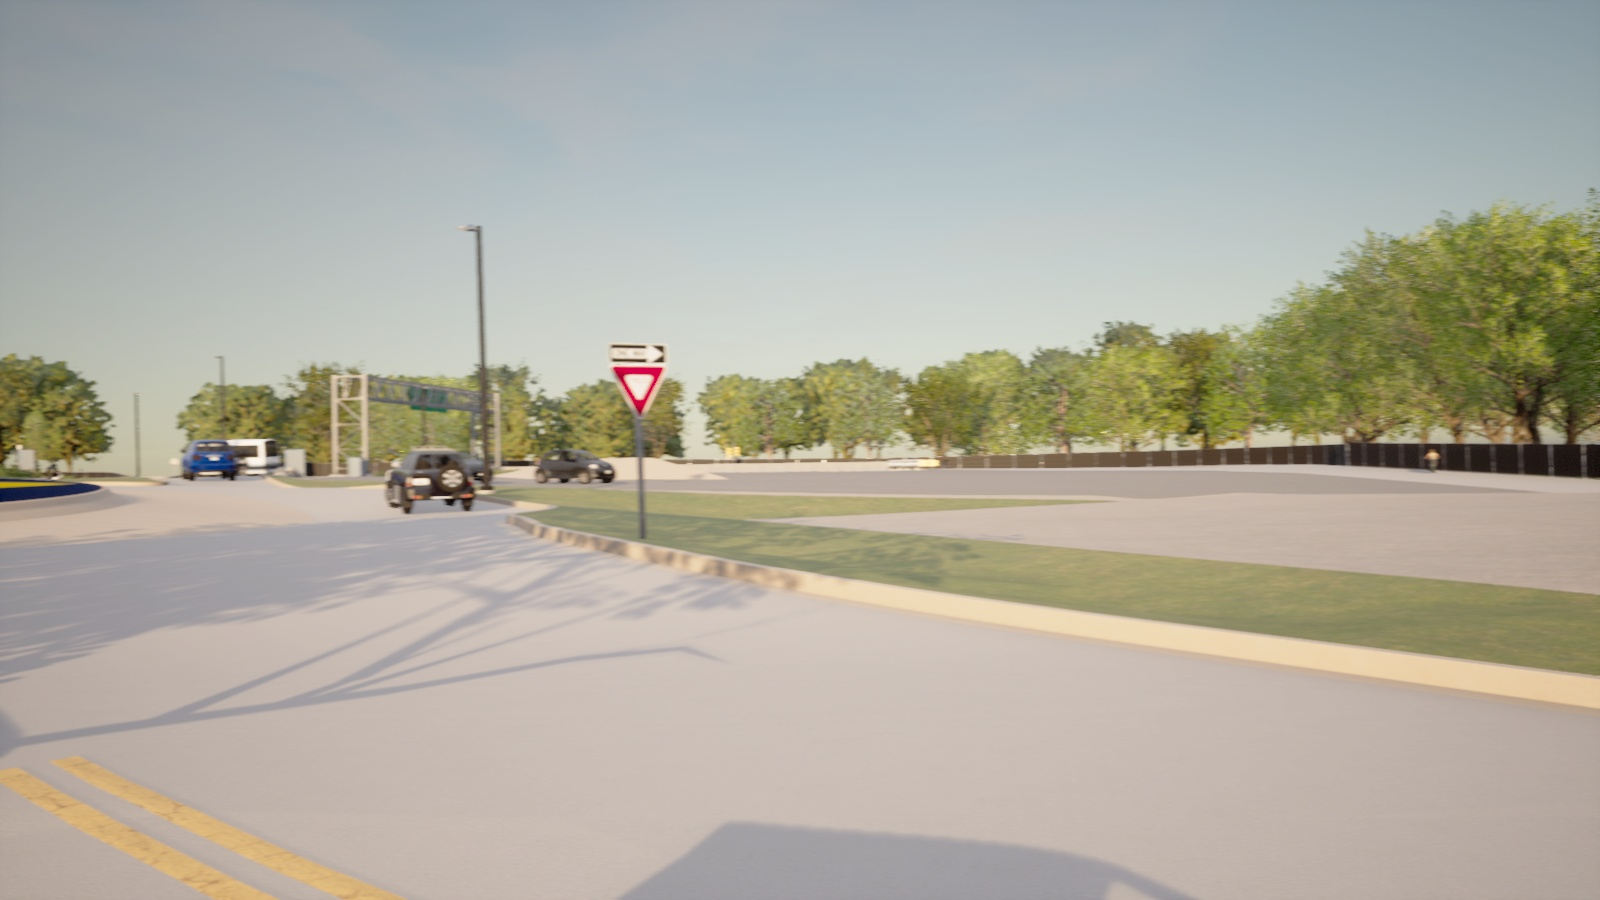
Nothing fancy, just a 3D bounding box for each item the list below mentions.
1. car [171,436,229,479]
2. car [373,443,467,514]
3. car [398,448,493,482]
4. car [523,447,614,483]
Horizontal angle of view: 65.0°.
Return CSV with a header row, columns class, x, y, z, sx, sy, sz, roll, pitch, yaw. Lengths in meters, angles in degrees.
class,x,y,z,sx,sy,sz,roll,pitch,yaw
car,-30.523,0.338,63.754,2.150,2.045,5.566,0,1,-31
car,-11.077,0.762,36.434,1.932,1.855,4.605,0,1,-25
car,-16.404,0.683,57.990,4.514,1.525,2.007,0,-1,40
car,-10.776,0.685,58.416,3.988,1.617,1.851,0,-1,32
